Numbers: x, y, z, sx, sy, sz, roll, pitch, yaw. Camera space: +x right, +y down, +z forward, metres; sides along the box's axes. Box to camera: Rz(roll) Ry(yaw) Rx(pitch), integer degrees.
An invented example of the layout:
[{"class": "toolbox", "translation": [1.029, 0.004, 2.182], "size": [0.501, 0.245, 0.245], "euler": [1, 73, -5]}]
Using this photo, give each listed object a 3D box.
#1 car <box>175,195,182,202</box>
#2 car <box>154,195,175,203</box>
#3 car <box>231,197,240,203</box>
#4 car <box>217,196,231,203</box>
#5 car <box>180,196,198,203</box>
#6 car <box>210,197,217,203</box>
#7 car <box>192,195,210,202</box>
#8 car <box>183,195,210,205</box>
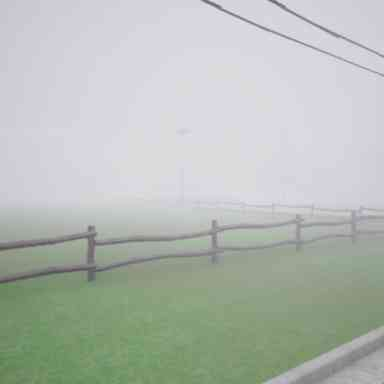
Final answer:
[{"class": "car", "translation": [-3.598, 1.477, 75.013], "size": [2.097, 1.767, 4.553], "euler": [0, 0, -35]}, {"class": "car", "translation": [-6.461, 1.464, 73.000], "size": [2.097, 1.767, 4.553], "euler": [0, 0, -35]}, {"class": "car", "translation": [8.019, 1.731, 70.663], "size": [2.128, 1.511, 4.902], "euler": [0, 0, -35]}, {"class": "car", "translation": [5.108, 1.669, 68.717], "size": [1.882, 1.535, 5.008], "euler": [0, 0, -35]}, {"class": "car", "translation": [-0.752, 1.634, 77.050], "size": [1.837, 1.490, 4.892], "euler": [0, 0, -35]}, {"class": "car", "translation": [2.247, 1.653, 66.702], "size": [1.882, 1.535, 5.008], "euler": [0, 0, -35]}, {"class": "car", "translation": [2.128, 1.505, 79.040], "size": [2.097, 1.767, 4.553], "euler": [0, 0, -35]}, {"class": "car", "translation": [0.819, 1.761, 62.688], "size": [1.895, 1.301, 4.718], "euler": [0, 0, -35]}]
